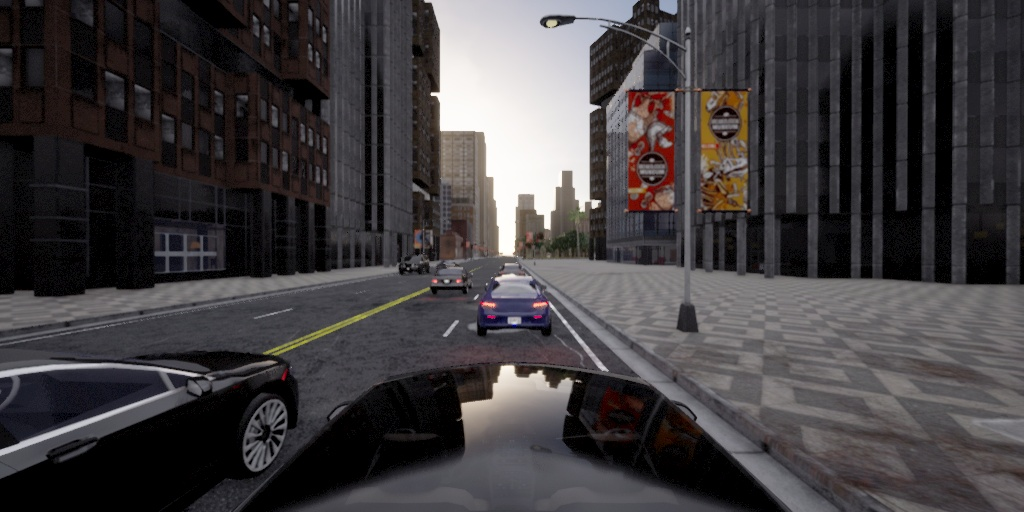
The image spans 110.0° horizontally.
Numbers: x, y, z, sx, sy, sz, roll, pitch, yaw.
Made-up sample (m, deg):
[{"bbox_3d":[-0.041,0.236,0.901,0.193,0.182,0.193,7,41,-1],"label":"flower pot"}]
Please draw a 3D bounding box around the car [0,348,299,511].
[{"bbox_3d":[-3.149,1.241,1.818,2.128,1.511,4.902,0,0,0],"label":"car"}]

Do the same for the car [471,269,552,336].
[{"bbox_3d":[0.048,1.258,10.239,1.812,1.442,4.674,0,0,0],"label":"car"}]

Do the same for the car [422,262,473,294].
[{"bbox_3d":[-3.230,1.259,19.856,2.033,1.411,5.357,0,0,-2],"label":"car"}]

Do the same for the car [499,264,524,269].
[{"bbox_3d":[-0.024,1.260,26.928,1.994,1.385,4.181,0,0,0],"label":"car"}]

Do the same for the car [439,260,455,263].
[{"bbox_3d":[-6.774,1.156,37.536,2.128,1.511,4.902,0,0,0],"label":"car"}]

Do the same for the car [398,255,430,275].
[{"bbox_3d":[-10.024,0.887,37.281,2.150,2.045,5.566,0,0,0],"label":"car"}]
